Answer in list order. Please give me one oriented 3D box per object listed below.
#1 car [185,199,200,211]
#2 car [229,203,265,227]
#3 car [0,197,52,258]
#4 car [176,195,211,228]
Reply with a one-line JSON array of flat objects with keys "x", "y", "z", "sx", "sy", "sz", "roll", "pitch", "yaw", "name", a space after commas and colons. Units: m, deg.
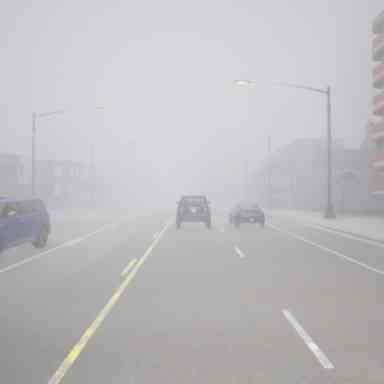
[{"x": 0.089, "y": 1.717, "z": 43.669, "sx": 1.837, "sy": 1.490, "sz": 4.892, "roll": 0, "pitch": -2, "yaw": 0, "name": "car"}, {"x": 3.595, "y": 1.477, "z": 22.342, "sx": 2.128, "sy": 1.511, "sz": 4.902, "roll": 0, "pitch": 0, "yaw": 0, "name": "car"}, {"x": -7.014, "y": 1.214, "z": 11.806, "sx": 2.150, "sy": 2.045, "sz": 5.566, "roll": 0, "pitch": 0, "yaw": 1, "name": "car"}, {"x": 0.096, "y": 1.207, "z": 22.332, "sx": 2.150, "sy": 2.045, "sz": 5.566, "roll": 0, "pitch": 0, "yaw": 0, "name": "car"}]
